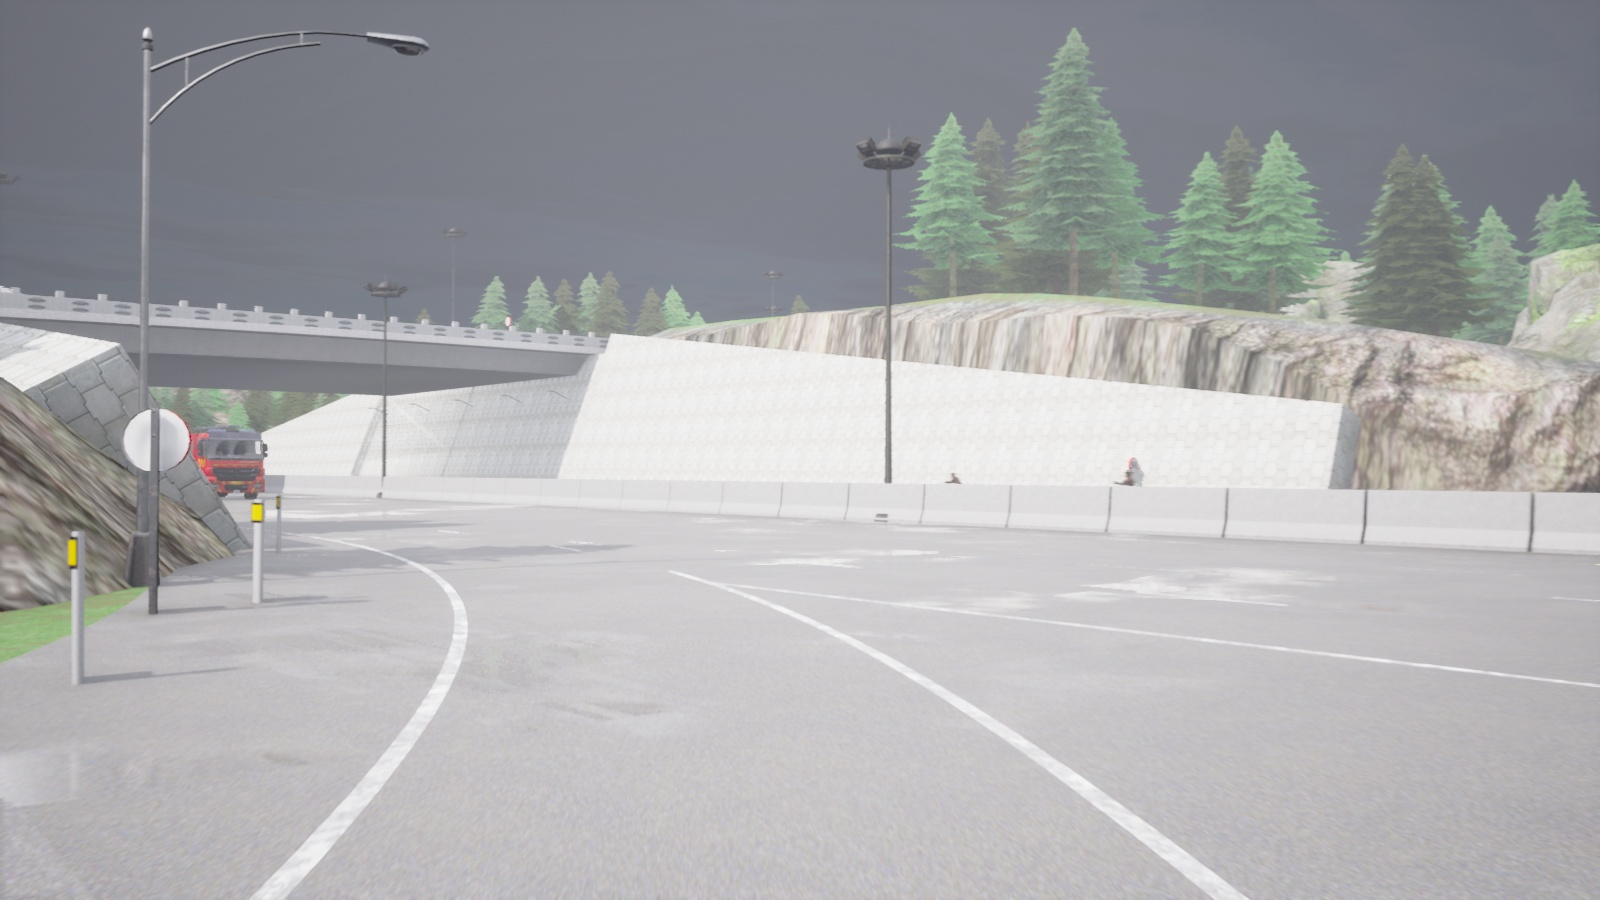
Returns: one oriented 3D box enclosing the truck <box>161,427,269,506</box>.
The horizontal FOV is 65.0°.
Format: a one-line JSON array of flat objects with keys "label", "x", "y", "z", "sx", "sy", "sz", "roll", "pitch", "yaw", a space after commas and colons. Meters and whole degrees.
[{"label": "truck", "x": -30.461, "y": 0.887, "z": 65.196, "sx": 2.891, "sy": 3.827, "sz": 8.468, "roll": 1, "pitch": -1, "yaw": -41}]
